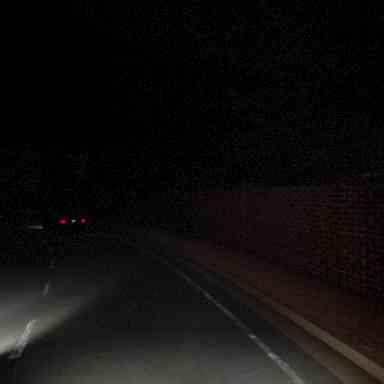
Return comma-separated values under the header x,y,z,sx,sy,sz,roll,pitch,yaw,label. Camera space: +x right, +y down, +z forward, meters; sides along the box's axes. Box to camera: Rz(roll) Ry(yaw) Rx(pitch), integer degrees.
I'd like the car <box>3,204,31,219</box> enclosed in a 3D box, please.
x,y,z,sx,sy,sz,roll,pitch,yaw,label
-18.305,1.995,34.679,2.033,1.411,5.357,0,-1,-39,car

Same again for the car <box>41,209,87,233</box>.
x,y,z,sx,sy,sz,roll,pitch,yaw,label
-8.429,1.805,21.741,2.033,1.411,5.357,0,-1,-34,car
